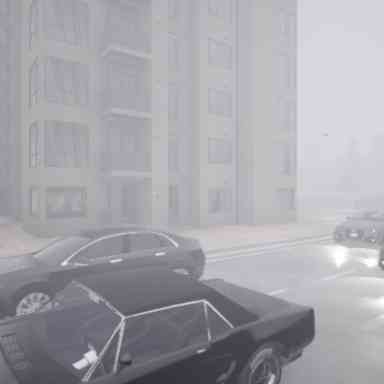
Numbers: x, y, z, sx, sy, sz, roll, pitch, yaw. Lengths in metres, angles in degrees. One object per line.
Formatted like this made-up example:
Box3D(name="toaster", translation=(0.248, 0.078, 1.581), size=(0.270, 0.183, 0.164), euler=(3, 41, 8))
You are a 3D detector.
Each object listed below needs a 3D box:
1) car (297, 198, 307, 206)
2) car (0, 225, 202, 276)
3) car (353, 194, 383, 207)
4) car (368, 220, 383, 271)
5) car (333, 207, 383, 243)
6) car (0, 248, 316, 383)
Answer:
Box3D(name="car", translation=(16.394, 1.601, 54.732), size=(1.895, 1.301, 4.718), euler=(0, 0, -33))
Box3D(name="car", translation=(-1.914, 1.505, 6.993), size=(4.892, 1.490, 1.837), euler=(0, 0, -37))
Box3D(name="car", translation=(22.717, 1.221, 41.459), size=(2.150, 2.045, 5.566), euler=(0, 0, -13))
Box3D(name="car", translation=(7.075, 1.562, 9.554), size=(4.181, 1.385, 1.994), euler=(0, 0, -40))
Box3D(name="car", translation=(8.042, 1.564, 14.868), size=(4.181, 1.385, 1.994), euler=(0, 0, -43))
Box3D(name="car", translation=(-0.866, 1.601, 3.387), size=(4.718, 1.301, 1.895), euler=(0, 0, -37))
